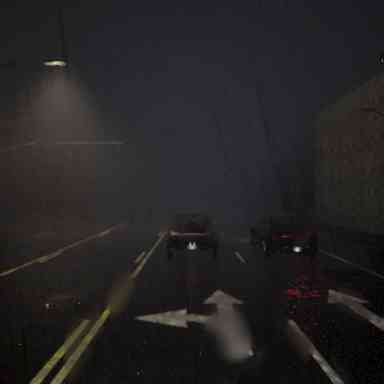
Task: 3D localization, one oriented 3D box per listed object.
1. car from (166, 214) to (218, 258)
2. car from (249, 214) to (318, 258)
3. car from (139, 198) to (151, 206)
[{"bbox_3d":[0.020,1.645,13.474,2.128,1.511,4.902,0,0,0],"label":"car"},{"bbox_3d":[3.521,1.659,13.483,1.837,1.490,4.892,0,0,0],"label":"car"},{"bbox_3d":[-10.505,2.191,74.803,2.097,1.767,4.553,0,-1,0],"label":"car"}]
